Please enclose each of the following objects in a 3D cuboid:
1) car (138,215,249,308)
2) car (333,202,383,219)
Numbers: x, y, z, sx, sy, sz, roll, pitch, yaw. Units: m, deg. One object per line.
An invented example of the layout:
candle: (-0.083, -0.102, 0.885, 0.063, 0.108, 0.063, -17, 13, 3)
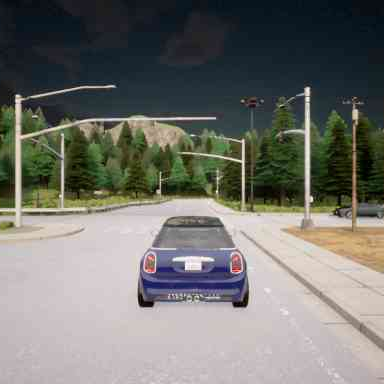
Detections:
car: (0.038, 1.348, 8.112, 2.097, 1.767, 4.553, 0, 0, 0)
car: (14.503, 1.591, 28.738, 4.181, 1.385, 1.994, 0, 0, 1)
